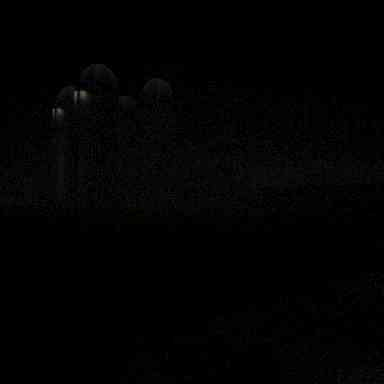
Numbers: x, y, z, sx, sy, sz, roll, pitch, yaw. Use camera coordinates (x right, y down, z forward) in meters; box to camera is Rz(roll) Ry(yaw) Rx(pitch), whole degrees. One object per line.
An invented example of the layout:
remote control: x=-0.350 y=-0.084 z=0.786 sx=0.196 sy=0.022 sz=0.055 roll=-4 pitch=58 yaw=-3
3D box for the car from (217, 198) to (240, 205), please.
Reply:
car: x=6.057 y=1.835 z=53.531 sx=2.097 sy=1.767 sz=4.553 roll=1 pitch=0 yaw=-36
